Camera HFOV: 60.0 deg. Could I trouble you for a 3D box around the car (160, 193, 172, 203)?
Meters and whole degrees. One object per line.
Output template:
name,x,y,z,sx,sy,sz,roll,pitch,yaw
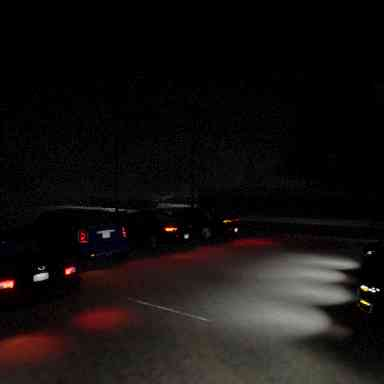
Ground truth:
car,-3.357,1.483,65.206,2.128,1.511,4.902,0,0,37

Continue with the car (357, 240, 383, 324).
car,5.050,1.505,4.684,4.892,1.490,1.837,0,0,36

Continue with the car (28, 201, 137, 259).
car,-4.340,1.350,11.396,4.553,1.767,2.097,0,0,36

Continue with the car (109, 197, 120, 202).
car,-8.738,1.519,45.991,1.812,1.442,4.674,0,0,36

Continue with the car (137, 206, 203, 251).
car,-2.078,1.524,14.085,4.674,1.442,1.812,0,0,36

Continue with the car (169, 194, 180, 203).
car,-1.367,1.540,62.025,2.033,1.411,5.357,0,0,36

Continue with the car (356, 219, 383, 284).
car,6.622,1.526,7.851,4.674,1.442,1.812,0,0,36

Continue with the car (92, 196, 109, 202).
car,-11.564,1.593,48.055,1.895,1.301,4.718,0,0,36

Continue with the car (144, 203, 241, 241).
car,0.084,1.503,16.837,4.892,1.490,1.837,0,0,36

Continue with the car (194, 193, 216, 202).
car,3.224,1.216,79.393,2.150,2.045,5.566,0,0,41

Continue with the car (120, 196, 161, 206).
car,-6.587,1.594,43.000,1.895,1.301,4.718,0,0,36

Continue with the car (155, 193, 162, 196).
car,-6.006,1.212,67.469,2.150,2.045,5.566,0,0,37

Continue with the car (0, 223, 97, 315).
car,-4.694,1.546,7.336,5.357,1.411,2.033,0,0,36

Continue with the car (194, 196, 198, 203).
car,2.566,1.484,55.575,2.128,1.511,4.902,0,0,36

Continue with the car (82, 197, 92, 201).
car,-13.733,1.469,51.017,1.882,1.535,5.008,0,1,36

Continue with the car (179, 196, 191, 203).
car,0.389,1.594,58.516,1.895,1.301,4.718,0,0,36
